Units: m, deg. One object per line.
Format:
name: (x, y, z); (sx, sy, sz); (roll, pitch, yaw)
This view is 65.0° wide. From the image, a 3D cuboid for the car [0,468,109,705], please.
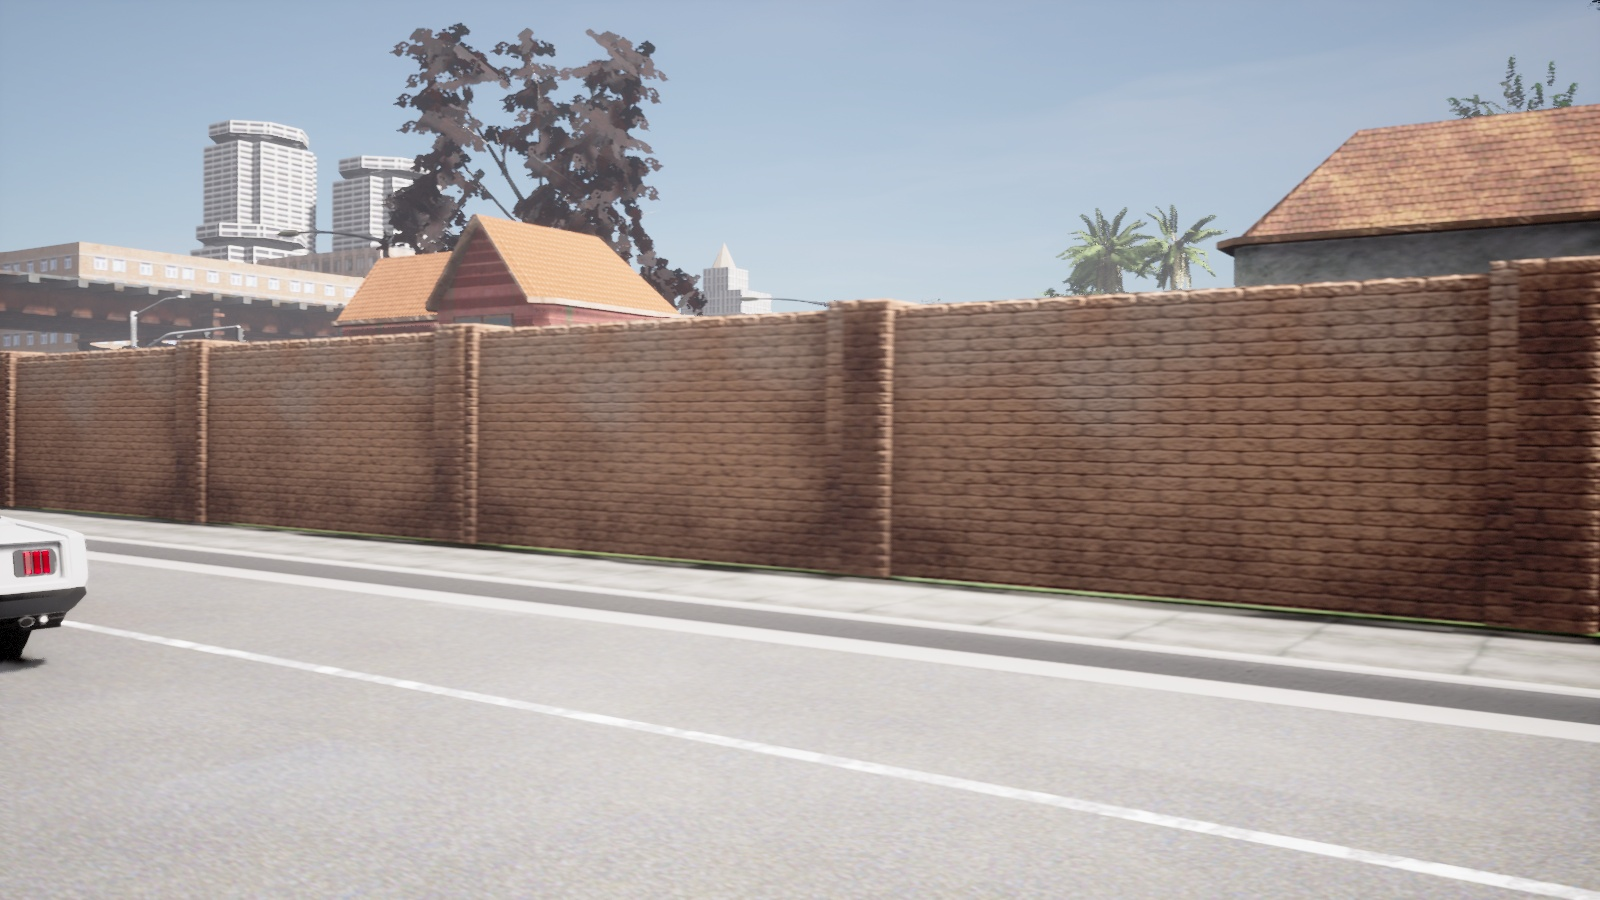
car: (-6.638, 0.782, 8.036); (4.718, 1.301, 1.895); (0, 1, 34)
